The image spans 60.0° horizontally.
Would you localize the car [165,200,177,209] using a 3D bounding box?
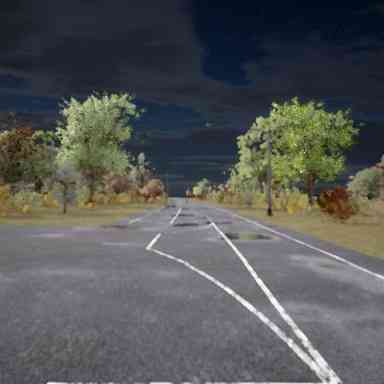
[{"bbox_3d":[-3.773,2.291,59.647,1.837,1.490,4.892,0,-1,-1],"label":"car"}]
